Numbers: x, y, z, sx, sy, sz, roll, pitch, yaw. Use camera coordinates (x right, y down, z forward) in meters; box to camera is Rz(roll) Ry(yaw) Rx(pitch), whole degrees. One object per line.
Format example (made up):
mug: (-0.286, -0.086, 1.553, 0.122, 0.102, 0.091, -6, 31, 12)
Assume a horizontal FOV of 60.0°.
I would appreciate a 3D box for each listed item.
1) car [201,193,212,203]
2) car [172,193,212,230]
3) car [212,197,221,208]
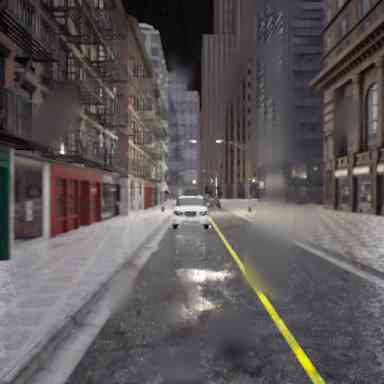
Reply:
car: (3.110, 1.329, 72.683, 2.150, 2.045, 5.566, 0, 0, 0)
car: (-0.068, 1.241, 21.635, 2.150, 2.045, 5.566, 0, 0, 0)
car: (3.173, 1.580, 49.115, 1.837, 1.490, 4.892, 0, 1, 0)
